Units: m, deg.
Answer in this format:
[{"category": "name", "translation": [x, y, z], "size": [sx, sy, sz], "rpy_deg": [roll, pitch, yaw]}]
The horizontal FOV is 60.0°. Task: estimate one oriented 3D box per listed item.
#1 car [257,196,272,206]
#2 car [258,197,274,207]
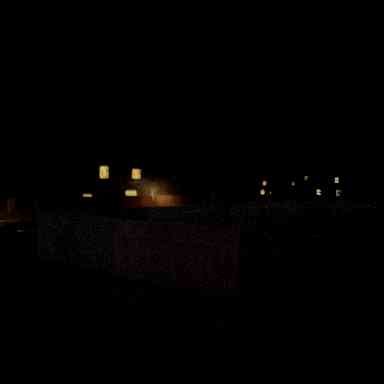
[{"category": "car", "translation": [12.691, 1.562, 58.212], "size": [1.812, 1.442, 4.674], "rpy_deg": [1, 0, 2]}, {"category": "car", "translation": [10.422, 1.634, 45.197], "size": [1.994, 1.385, 4.181], "rpy_deg": [1, 0, 19]}]
